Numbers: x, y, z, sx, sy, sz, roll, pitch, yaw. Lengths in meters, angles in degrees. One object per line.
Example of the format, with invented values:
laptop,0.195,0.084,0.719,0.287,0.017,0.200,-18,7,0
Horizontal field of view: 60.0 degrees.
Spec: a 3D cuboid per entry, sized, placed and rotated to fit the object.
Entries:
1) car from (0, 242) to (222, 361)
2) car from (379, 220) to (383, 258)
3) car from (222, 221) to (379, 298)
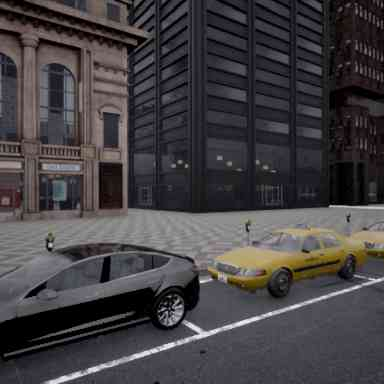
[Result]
car,-1.850,1.566,5.329,4.313,1.339,1.947,0,0,-35
car,7.211,1.525,11.760,4.829,1.417,1.752,0,0,-35
car,2.611,1.525,8.495,4.829,1.417,1.752,0,0,-35
